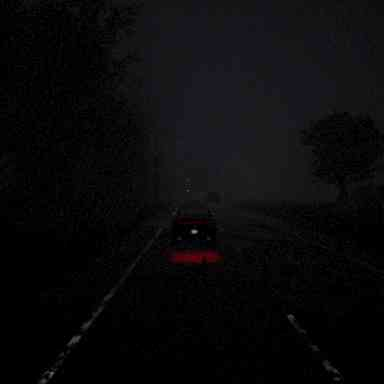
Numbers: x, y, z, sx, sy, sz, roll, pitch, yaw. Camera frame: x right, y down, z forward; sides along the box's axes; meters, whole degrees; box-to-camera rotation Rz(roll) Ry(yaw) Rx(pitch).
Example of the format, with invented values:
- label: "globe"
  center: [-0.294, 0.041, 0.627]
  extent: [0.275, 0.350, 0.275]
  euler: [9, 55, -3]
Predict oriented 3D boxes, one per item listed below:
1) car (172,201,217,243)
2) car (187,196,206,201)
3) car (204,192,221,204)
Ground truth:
- label: "car"
  center: [0.090, 1.398, 15.581]
  extent: [1.882, 1.535, 5.008]
  euler: [0, 0, 0]
- label: "car"
  center: [0.079, 1.395, 33.615]
  extent: [1.994, 1.385, 4.181]
  euler: [0, 0, 0]
- label: "car"
  center: [3.567, 0.944, 55.720]
  extent: [2.150, 2.045, 5.566]
  euler: [0, 0, -1]
